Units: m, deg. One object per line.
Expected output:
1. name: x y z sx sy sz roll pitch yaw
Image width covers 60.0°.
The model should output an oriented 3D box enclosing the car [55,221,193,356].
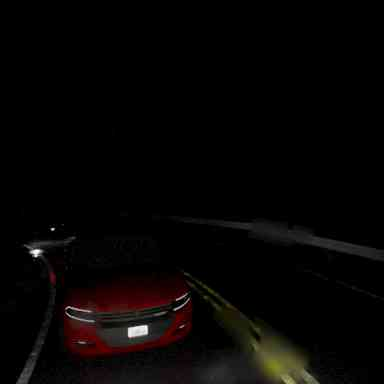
1. car: -1.514 1.487 6.527 1.882 1.535 5.008 -1 0 -19

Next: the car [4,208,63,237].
1. car: -8.668 1.658 18.132 4.892 1.490 1.837 -2 2 43
